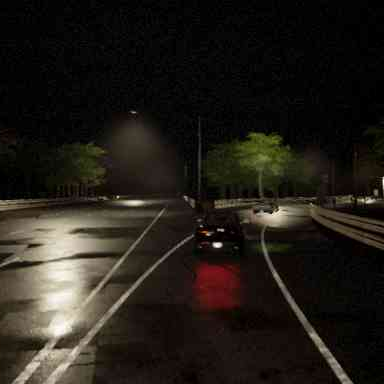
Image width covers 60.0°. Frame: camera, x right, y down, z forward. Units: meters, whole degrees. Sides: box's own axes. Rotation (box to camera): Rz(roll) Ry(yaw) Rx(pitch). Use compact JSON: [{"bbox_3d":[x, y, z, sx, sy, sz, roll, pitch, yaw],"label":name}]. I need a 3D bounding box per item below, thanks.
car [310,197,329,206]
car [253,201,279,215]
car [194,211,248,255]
[{"bbox_3d":[21.582,1.577,56.014,2.128,1.511,4.902,0,0,41],"label":"car"},{"bbox_3d":[7.906,1.646,35.185,1.895,1.301,4.718,0,0,25],"label":"car"},{"bbox_3d":[1.242,1.518,13.493,1.837,1.490,4.892,0,0,9],"label":"car"}]
